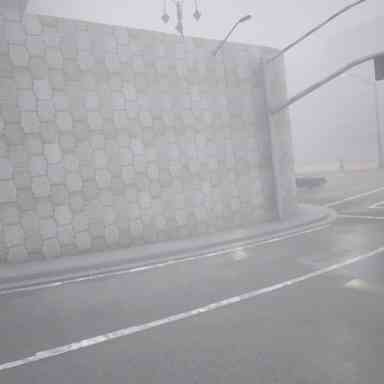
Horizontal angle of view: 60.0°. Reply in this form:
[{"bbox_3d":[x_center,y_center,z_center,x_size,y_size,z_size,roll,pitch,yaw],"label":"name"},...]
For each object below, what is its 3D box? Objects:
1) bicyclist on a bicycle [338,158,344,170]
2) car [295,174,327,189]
[{"bbox_3d":[20.056,-3.807,44.842,1.656,1.620,0.582,-11,6,-35],"label":"bicyclist on a bicycle"},{"bbox_3d":[10.018,-1.006,30.899,1.895,1.301,4.718,-11,6,-35],"label":"car"}]
